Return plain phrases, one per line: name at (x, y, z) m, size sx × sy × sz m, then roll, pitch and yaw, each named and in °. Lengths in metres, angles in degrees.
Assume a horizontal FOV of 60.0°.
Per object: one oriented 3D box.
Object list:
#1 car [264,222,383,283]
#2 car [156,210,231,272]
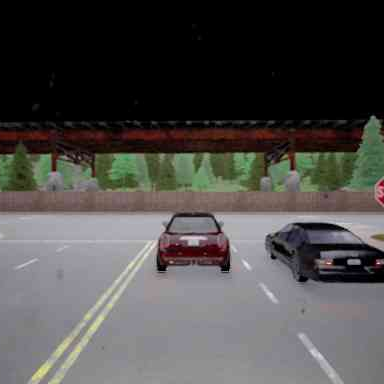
car at (3.545, 1.591, 9.774) m, size 2.033 × 1.411 × 5.357 m, roll 0°, pitch 0°, yaw 0°
car at (0.042, 1.402, 11.164) m, size 2.097 × 1.767 × 4.553 m, roll 0°, pitch 0°, yaw 0°
